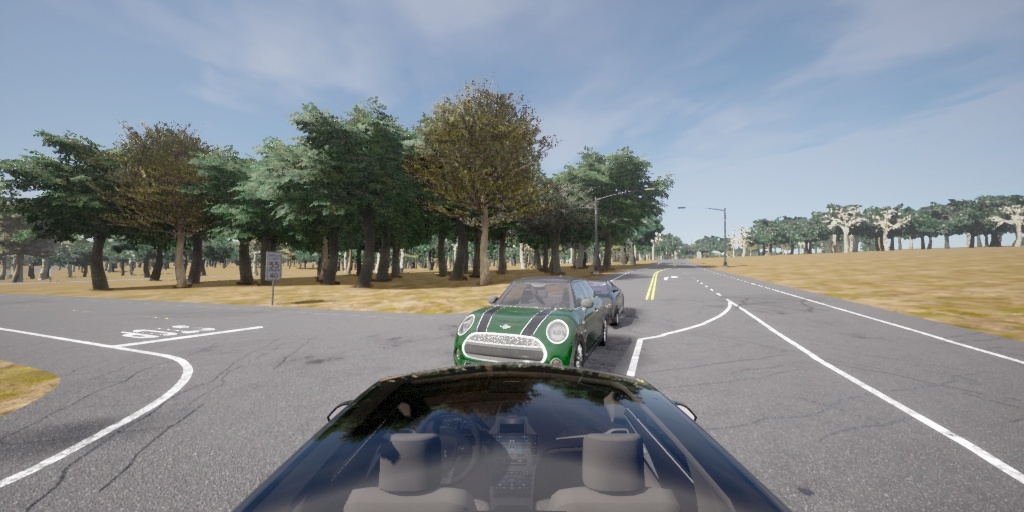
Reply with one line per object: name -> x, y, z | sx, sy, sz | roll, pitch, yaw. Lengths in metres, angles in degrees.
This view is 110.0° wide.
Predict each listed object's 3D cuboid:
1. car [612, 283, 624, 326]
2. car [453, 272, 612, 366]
car -> 2.892, 1.555, 12.923 | 1.994, 1.385, 4.181 | -2, 0, 22
car -> 0.672, 1.223, 7.488 | 2.097, 1.767, 4.553 | -1, -2, 22
